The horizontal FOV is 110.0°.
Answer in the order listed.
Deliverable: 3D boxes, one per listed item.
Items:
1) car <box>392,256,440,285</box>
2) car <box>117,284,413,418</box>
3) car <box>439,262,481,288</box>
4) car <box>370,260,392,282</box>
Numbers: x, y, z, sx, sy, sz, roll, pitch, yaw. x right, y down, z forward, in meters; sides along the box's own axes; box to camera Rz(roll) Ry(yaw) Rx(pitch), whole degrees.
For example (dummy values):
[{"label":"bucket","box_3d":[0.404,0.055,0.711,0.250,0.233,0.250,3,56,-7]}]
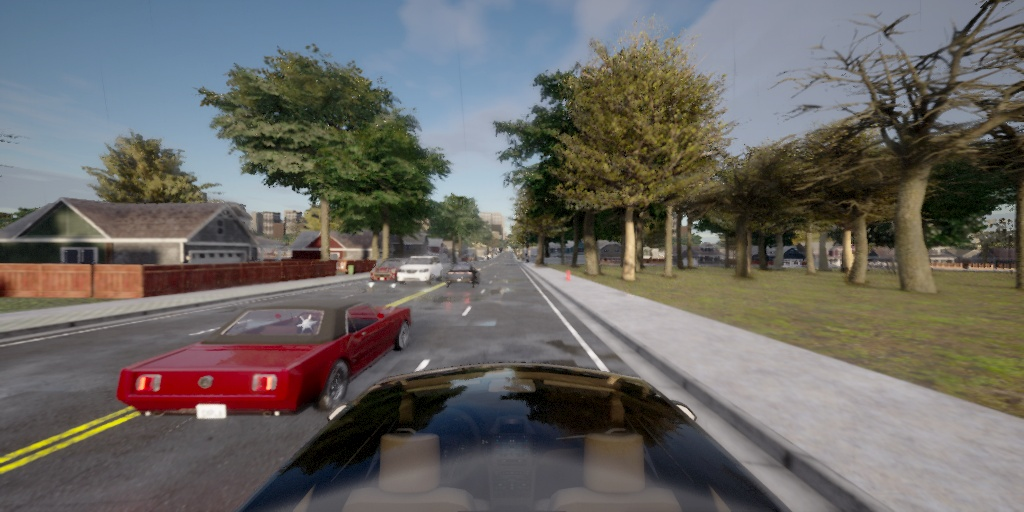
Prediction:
[{"label":"car","box_3d":[-6.543,0.985,26.176,2.150,2.045,5.566,0,0,0]},{"label":"car","box_3d":[-3.154,1.352,5.996,1.895,1.301,4.718,0,0,0]},{"label":"car","box_3d":[-3.159,1.250,23.925,2.128,1.511,4.902,0,0,0]},{"label":"car","box_3d":[-9.768,1.117,29.205,2.097,1.767,4.553,0,0,0]}]
